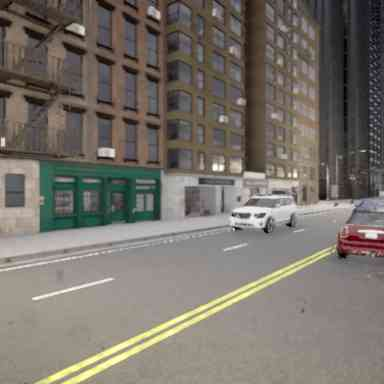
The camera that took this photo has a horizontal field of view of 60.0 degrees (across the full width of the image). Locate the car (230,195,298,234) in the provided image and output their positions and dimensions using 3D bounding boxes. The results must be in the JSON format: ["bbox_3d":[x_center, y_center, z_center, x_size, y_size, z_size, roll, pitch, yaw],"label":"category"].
[{"bbox_3d":[4.410,1.210,19.671,2.150,2.045,5.566,0,0,38],"label":"car"}]

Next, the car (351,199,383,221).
[{"bbox_3d":[14.983,1.455,27.898,1.882,1.535,5.008,0,0,38],"label":"car"}]

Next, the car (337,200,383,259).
[{"bbox_3d":[6.762,1.344,11.796,2.097,1.767,4.553,0,0,38],"label":"car"}]
